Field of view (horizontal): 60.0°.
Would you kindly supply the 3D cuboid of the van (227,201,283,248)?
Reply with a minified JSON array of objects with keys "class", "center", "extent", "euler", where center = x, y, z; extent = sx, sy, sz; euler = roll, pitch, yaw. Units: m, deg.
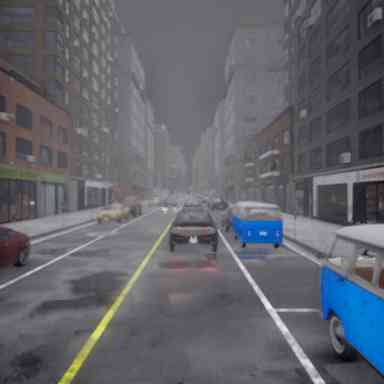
[{"class":"van","center":[2.682,1.334,14.368],"extent":[1.690,1.788,3.998],"euler":[1,0,0]}]

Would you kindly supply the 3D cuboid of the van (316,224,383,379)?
[{"class":"van","center":[2.684,1.339,3.385],"extent":[1.690,1.788,3.998],"euler":[1,0,0]}]

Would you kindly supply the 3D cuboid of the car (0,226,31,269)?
[{"class":"car","center":[-5.851,1.578,8.853],"extent":[1.802,1.307,4.206],"euler":[1,0,0]}]

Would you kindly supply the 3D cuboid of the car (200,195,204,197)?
[{"class":"car","center":[2.672,1.544,58.299],"extent":[1.887,1.381,4.507],"euler":[0,0,0]}]

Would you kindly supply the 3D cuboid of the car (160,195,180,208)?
[{"class":"car","center":[-3.090,1.500,48.082],"extent":[1.837,1.490,4.892],"euler":[0,-1,0]}]

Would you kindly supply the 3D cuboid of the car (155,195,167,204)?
[{"class":"car","center":[-5.855,1.445,63.783],"extent":[1.967,1.590,4.097],"euler":[0,0,0]}]

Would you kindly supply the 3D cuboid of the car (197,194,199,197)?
[{"class":"car","center":[2.669,1.561,69.282],"extent":[2.008,1.369,4.403],"euler":[0,0,0]}]

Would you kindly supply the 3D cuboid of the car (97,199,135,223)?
[{"class":"car","center":[-5.852,1.515,25.163],"extent":[1.752,1.417,4.829],"euler":[1,0,0]}]

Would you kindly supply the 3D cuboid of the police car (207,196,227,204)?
[{"class":"police car","center":[3.131,1.414,39.030],"extent":[1.930,1.638,5.238],"euler":[0,0,0]}]

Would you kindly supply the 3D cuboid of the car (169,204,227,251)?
[{"class":"car","center":[0.068,1.485,14.023],"extent":[2.128,1.511,4.902],"euler":[0,0,0]}]

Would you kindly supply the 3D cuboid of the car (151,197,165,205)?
[{"class":"car","center":[-5.855,1.550,58.290],"extent":[2.008,1.369,4.403],"euler":[0,0,0]}]

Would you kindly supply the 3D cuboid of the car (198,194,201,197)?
[{"class":"car","center":[2.671,1.549,63.791],"extent":[1.887,1.381,4.507],"euler":[0,0,0]}]

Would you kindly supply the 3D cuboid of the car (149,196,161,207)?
[{"class":"car","center":[-5.855,1.521,52.627],"extent":[1.752,1.417,4.829],"euler":[0,0,0]}]

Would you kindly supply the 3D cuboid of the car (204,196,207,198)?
[{"class":"car","center":[3.110,1.344,45.890],"extent":[2.097,1.767,4.553],"euler":[0,0,0]}]

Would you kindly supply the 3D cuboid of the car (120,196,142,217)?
[{"class":"car","center":[-5.850,1.304,30.825],"extent":[2.192,1.841,5.009],"euler":[1,0,0]}]

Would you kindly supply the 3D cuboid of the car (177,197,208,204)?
[{"class":"car","center":[0.068,1.481,29.073],"extent":[2.128,1.511,4.902],"euler":[0,0,0]}]

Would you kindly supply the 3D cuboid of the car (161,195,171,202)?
[{"class":"car","center":[-5.856,1.457,74.769],"extent":[1.967,1.590,4.097],"euler":[0,0,0]}]

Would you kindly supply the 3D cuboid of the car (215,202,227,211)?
[{"class":"car","center":[2.679,1.541,19.860],"extent":[2.008,1.369,4.403],"euler":[1,0,0]}]
